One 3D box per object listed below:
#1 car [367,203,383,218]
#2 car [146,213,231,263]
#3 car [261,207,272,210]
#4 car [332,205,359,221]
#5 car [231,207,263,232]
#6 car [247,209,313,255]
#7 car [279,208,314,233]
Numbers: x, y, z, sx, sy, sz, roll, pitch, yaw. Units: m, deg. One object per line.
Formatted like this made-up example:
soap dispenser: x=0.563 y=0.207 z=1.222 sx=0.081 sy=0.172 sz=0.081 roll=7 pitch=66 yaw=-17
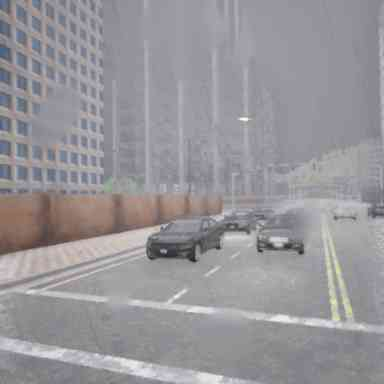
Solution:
car: x=19.251 y=1.879 z=34.109 sx=2.128 sy=1.511 sz=4.902 roll=-1 pitch=-1 yaw=20
car: x=-0.071 y=1.763 z=13.611 sx=1.882 sy=1.535 sz=5.008 roll=-1 pitch=-1 yaw=21
car: x=6.738 y=2.077 z=31.241 sx=1.994 sy=1.385 sz=4.181 roll=-1 pitch=-1 yaw=21
car: x=14.658 y=1.940 z=31.986 sx=1.812 sy=1.442 sz=4.674 roll=-1 pitch=-1 yaw=21
car: x=3.148 y=1.958 z=21.996 sx=1.994 sy=1.385 sz=4.181 roll=-1 pitch=-1 yaw=21
car: x=4.099 y=1.737 z=14.710 sx=2.128 sy=1.511 sz=4.902 roll=-1 pitch=-1 yaw=21
car: x=7.590 y=1.911 z=23.782 sx=2.033 sy=1.411 sz=5.357 roll=-1 pitch=-1 yaw=21
